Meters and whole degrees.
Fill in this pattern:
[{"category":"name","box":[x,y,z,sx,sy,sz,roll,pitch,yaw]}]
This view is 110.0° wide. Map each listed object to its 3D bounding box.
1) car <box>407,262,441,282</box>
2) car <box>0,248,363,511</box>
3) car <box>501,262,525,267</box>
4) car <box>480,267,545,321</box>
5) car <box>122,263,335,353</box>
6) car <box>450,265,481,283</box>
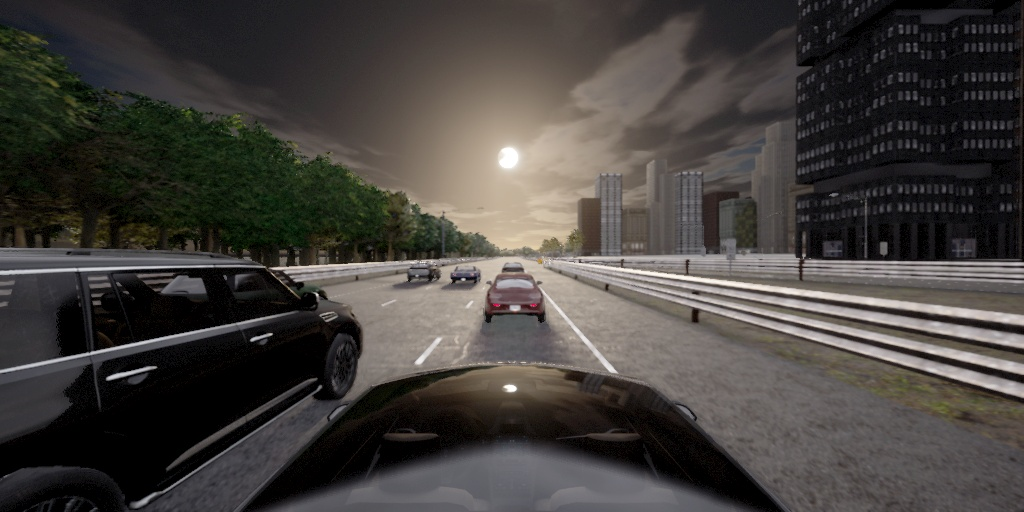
[{"category":"car","box":[-6.916,1.243,28.575,2.128,1.511,4.902,0,0,0]},{"category":"car","box":[-3.403,0.973,3.275,2.150,2.045,5.566,0,0,0]},{"category":"car","box":[0.084,1.228,30.218,1.882,1.535,5.008,0,0,0]},{"category":"car","box":[0.081,1.281,12.296,1.812,1.442,4.674,0,0,0]},{"category":"car","box":[-6.906,1.107,9.598,2.097,1.767,4.553,0,0,0]},{"category":"car","box":[-3.416,1.353,27.395,1.895,1.301,4.718,0,0,0]}]
